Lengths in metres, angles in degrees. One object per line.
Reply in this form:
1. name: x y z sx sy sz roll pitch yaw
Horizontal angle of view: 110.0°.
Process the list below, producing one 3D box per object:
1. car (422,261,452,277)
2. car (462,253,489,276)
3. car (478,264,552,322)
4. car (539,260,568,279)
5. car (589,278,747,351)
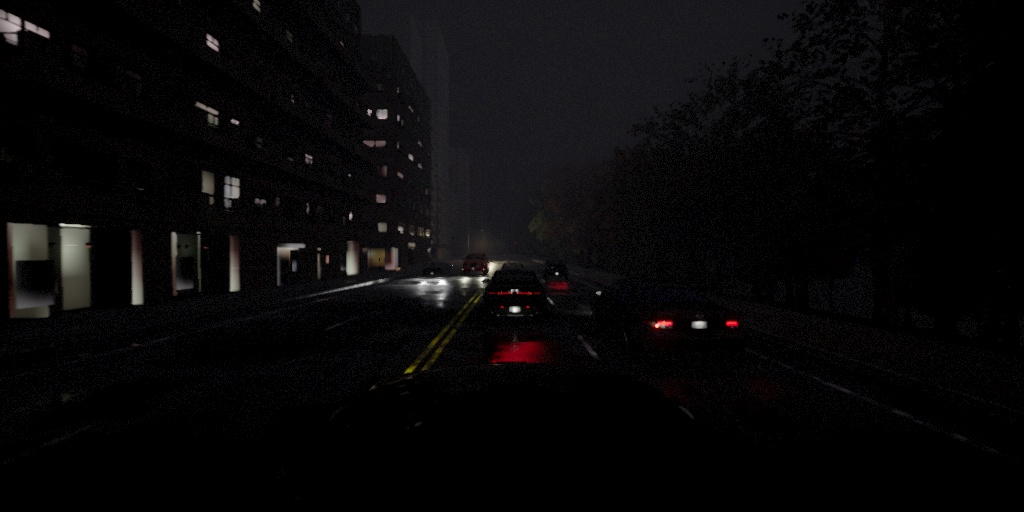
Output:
1. car: -6.610 1.112 31.907 1.895 1.301 4.718 0 0 0
2. car: -3.361 0.720 33.749 2.150 2.045 5.566 0 0 0
3. car: 0.077 1.171 11.905 1.837 1.490 4.892 0 0 0
4. car: 3.329 1.039 28.907 1.837 1.490 4.892 0 0 0
5. car: 3.315 1.240 8.835 2.033 1.411 5.357 0 0 0
